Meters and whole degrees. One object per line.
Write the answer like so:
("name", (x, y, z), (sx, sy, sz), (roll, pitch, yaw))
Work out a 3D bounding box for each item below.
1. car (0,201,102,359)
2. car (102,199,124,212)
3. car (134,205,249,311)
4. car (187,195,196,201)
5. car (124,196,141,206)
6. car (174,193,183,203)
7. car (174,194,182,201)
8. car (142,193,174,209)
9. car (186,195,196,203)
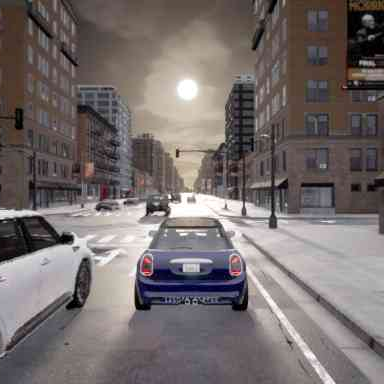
("car", (-3.155, 1.221, 4.699), (2.150, 2.045, 5.566), (0, 0, 0))
("car", (-9.915, 1.546, 39.386), (2.033, 1.411, 5.357), (0, 0, 0))
("car", (-0.005, 1.352, 7.944), (2.097, 1.767, 4.553), (0, 0, 0))
("car", (-0.133, 1.453, 79.777), (1.895, 1.301, 4.718), (0, 0, 0))
("car", (-9.931, 1.595, 53.859), (1.895, 1.301, 4.718), (0, 0, 0))
("car", (-3.365, 1.211, 69.352), (2.150, 2.045, 5.566), (0, 0, 0))
("car", (-3.383, 1.358, 79.742), (1.837, 1.490, 4.892), (0, 0, 0))
("car", (-3.206, 1.221, 32.587), (2.150, 2.045, 5.566), (0, 0, 0))
("car", (-0.115, 1.482, 69.327), (2.128, 1.511, 4.902), (0, 0, 0))
